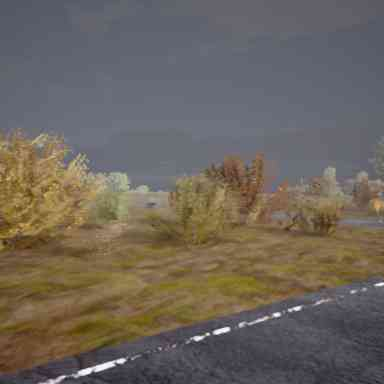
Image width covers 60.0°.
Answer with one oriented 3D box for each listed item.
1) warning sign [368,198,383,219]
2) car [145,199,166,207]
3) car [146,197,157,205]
[{"bbox_3d":[17.088,1.477,30.674,1.300,1.860,1.060,1,-1,-34],"label":"warning sign"},{"bbox_3d":[-6.755,1.980,61.653,1.895,1.301,4.718,1,-1,-34],"label":"car"},{"bbox_3d":[-5.427,1.677,54.220,2.097,1.767,4.553,1,-1,-33],"label":"car"}]
